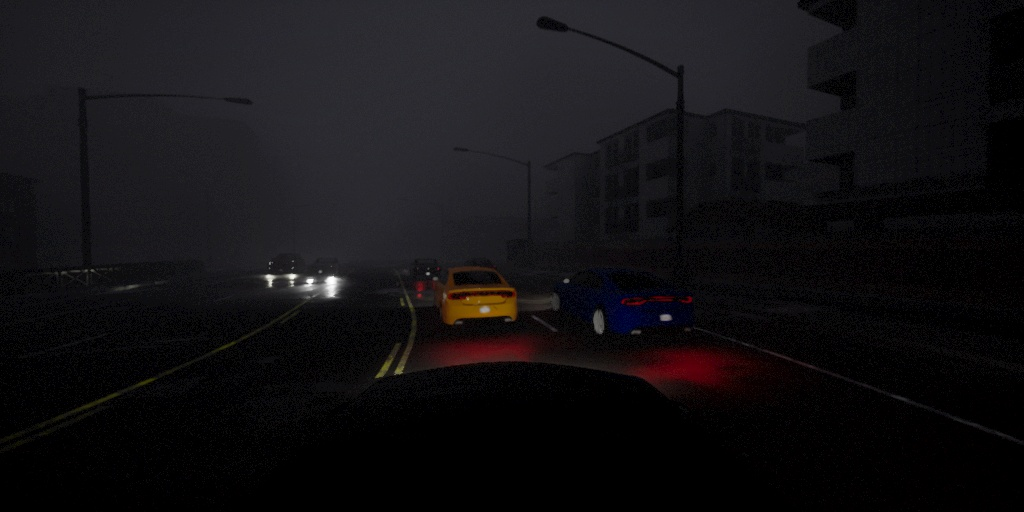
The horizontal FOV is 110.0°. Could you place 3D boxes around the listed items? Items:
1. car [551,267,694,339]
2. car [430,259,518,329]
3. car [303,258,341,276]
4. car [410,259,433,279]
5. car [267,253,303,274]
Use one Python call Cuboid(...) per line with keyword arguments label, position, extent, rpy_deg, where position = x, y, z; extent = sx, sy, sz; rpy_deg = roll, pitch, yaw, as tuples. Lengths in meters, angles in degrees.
Cuboid(label="car", position=(2.574, 1.037, 9.596), extent=(1.882, 1.535, 5.008), rpy_deg=(0, 1, -12))
Cuboid(label="car", position=(-1.266, 1.032, 10.633), extent=(1.882, 1.535, 5.008), rpy_deg=(-1, 1, -15))
Cuboid(label="car", position=(-14.841, 0.813, 28.508), extent=(1.895, 1.301, 4.718), rpy_deg=(-1, 1, -19))
Cuboid(label="car", position=(-6.267, 0.837, 25.679), extent=(1.895, 1.301, 4.718), rpy_deg=(-1, 1, -19))
Cuboid(label="car", position=(-19.465, 0.524, 31.097), extent=(2.097, 1.767, 4.553), rpy_deg=(-1, 2, -20))
